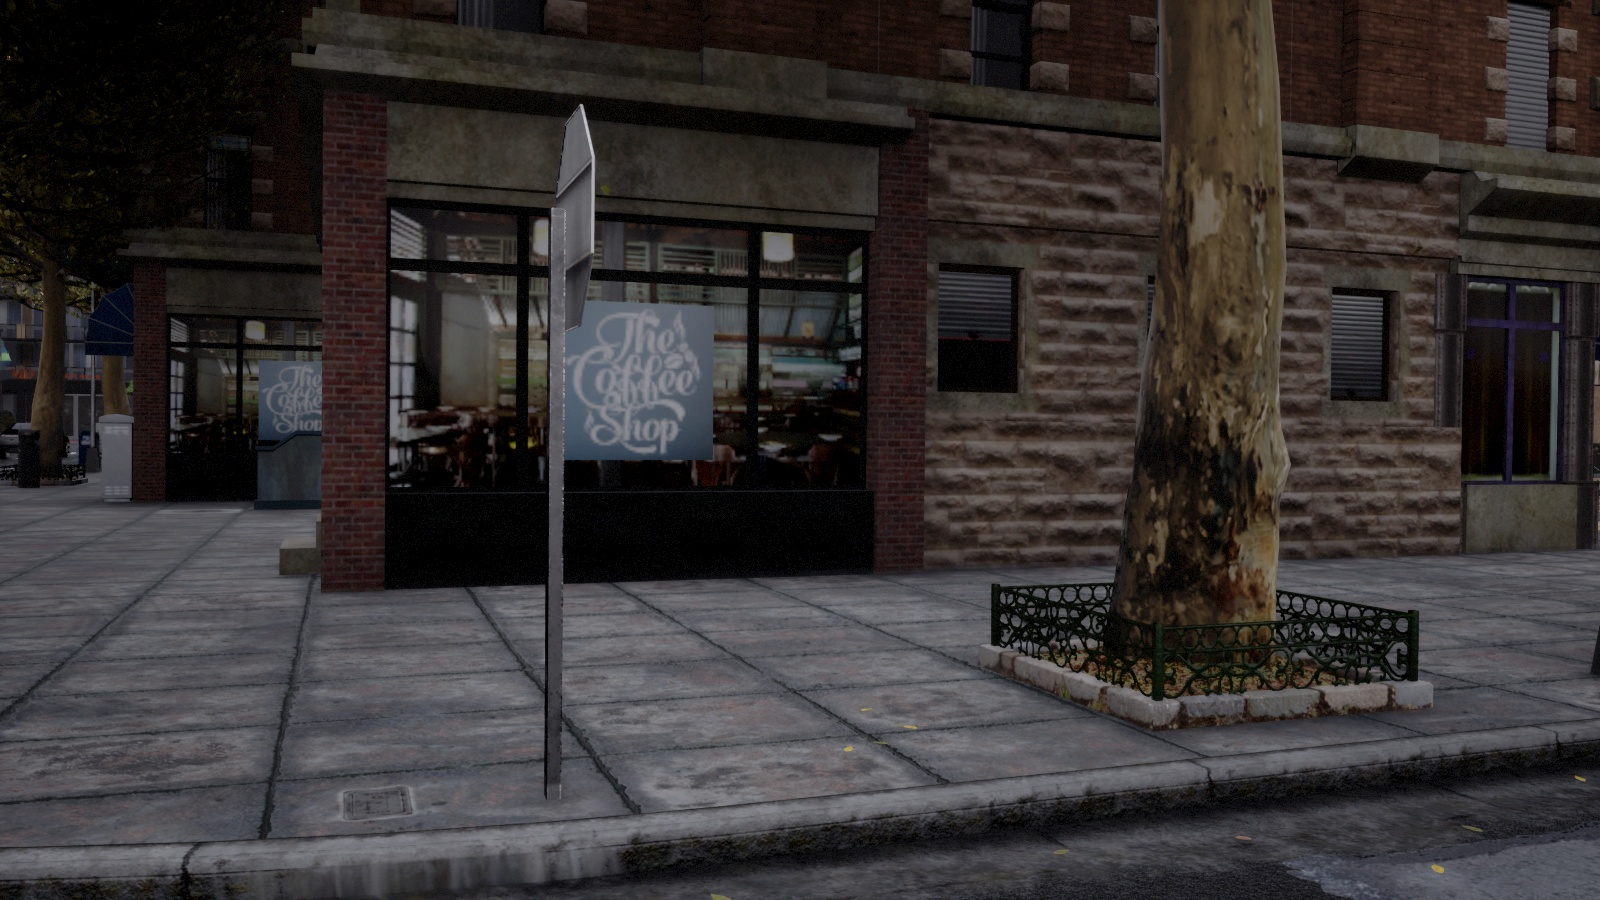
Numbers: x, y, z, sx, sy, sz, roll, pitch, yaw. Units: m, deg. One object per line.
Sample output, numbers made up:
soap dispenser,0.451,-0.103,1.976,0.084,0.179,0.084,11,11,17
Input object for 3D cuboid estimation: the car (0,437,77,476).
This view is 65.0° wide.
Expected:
car,-31.482,0.250,51.731,2.128,1.511,4.902,-1,1,-20
